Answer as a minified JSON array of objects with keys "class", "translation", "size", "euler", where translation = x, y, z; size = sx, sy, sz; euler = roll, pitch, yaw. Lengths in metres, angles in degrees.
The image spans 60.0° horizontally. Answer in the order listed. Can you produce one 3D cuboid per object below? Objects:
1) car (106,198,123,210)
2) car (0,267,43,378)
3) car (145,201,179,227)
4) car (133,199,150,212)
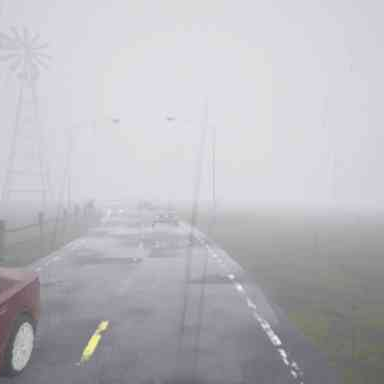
[{"class":"car","translation":[-10.617,1.596,45.261],"size":[1.812,1.442,4.674],"euler":[0,0,-19]},{"class":"car","translation":[-2.990,1.493,2.677],"size":[1.882,1.535,5.008],"euler":[0,0,-2]},{"class":"car","translation":[-2.063,1.610,23.639],"size":[2.033,1.411,5.357],"euler":[0,0,-10]},{"class":"car","translation":[-5.908,1.585,40.000],"size":[1.837,1.490,4.892],"euler":[0,0,-16]}]
